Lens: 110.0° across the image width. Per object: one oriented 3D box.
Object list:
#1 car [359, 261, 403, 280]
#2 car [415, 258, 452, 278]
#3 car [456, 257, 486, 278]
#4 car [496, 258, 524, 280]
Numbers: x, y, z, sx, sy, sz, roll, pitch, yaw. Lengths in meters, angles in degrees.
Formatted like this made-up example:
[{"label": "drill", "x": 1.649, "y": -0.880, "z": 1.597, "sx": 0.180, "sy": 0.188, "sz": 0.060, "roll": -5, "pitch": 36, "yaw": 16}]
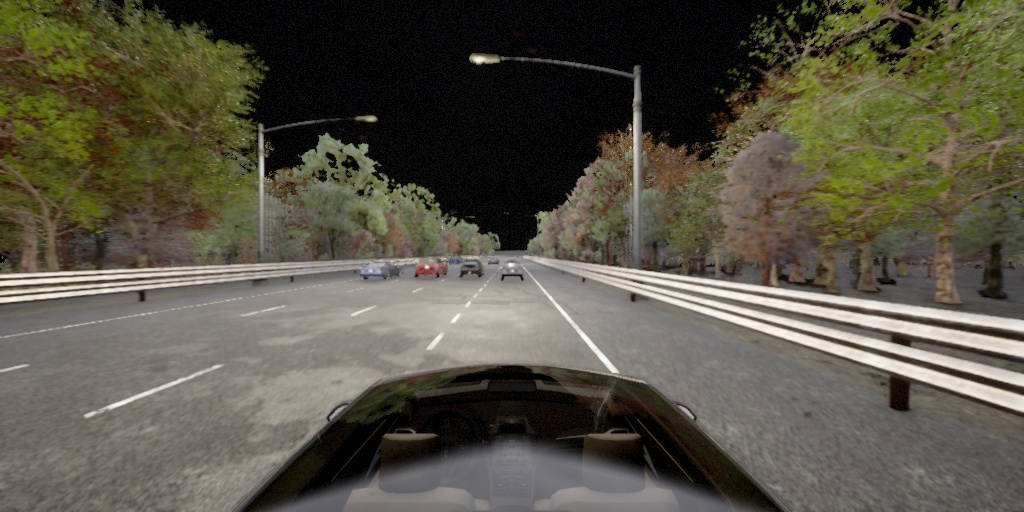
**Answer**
[{"label": "car", "x": -10.471, "y": 1.142, "z": 29.073, "sx": 2.033, "sy": 1.411, "sz": 5.357, "roll": 0, "pitch": 0, "yaw": 1}, {"label": "car", "x": -6.946, "y": 0.932, "z": 31.448, "sx": 2.097, "sy": 1.767, "sz": 4.553, "roll": 0, "pitch": 0, "yaw": 1}, {"label": "car", "x": -3.441, "y": 1.085, "z": 31.864, "sx": 1.837, "sy": 1.490, "sz": 4.892, "roll": 0, "pitch": 1, "yaw": 1}, {"label": "car", "x": 0.031, "y": 1.141, "z": 29.102, "sx": 2.033, "sy": 1.411, "sz": 5.357, "roll": 0, "pitch": 0, "yaw": 0}]
